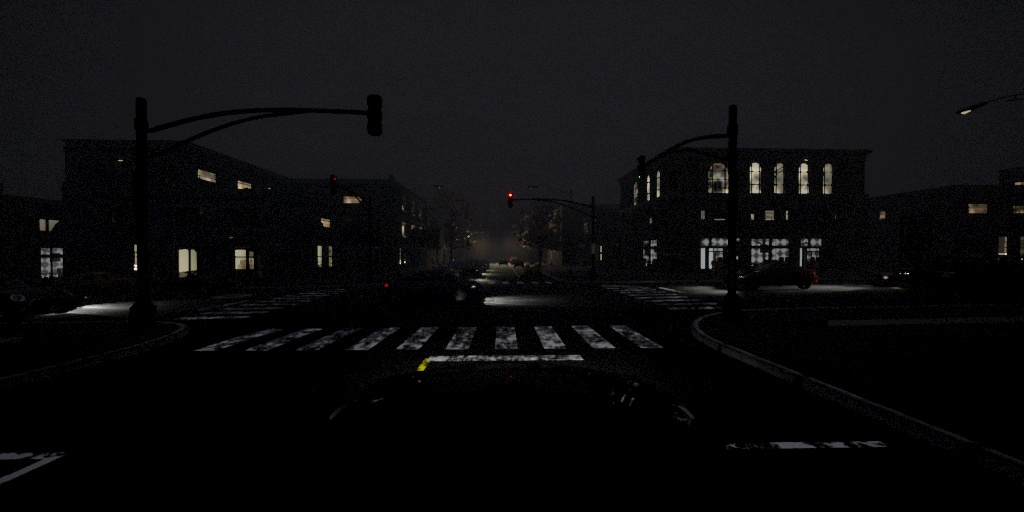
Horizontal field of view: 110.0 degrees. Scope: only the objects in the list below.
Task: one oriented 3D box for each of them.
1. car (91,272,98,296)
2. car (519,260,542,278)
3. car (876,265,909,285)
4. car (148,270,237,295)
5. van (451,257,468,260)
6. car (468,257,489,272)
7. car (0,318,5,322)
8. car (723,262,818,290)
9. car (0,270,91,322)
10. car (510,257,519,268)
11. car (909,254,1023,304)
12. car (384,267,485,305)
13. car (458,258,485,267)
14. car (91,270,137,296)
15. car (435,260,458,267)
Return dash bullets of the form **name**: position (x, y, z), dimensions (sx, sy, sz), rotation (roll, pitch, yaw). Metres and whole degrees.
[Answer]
- **car**: position (-20.963, 1.556, 15.188), dimensions (4.181, 1.385, 1.994), rotation (-1, 1, -3)
- **car**: position (1.880, 1.272, 33.977), dimensions (1.751, 1.417, 4.829), rotation (0, 0, -1)
- **car**: position (23.527, 0.919, 20.328), dimensions (4.902, 1.511, 2.128), rotation (-1, 1, -2)
- **car**: position (-18.679, 1.476, 21.090), dimensions (4.313, 1.339, 1.948), rotation (0, 0, -2)
- **van**: position (-6.777, 1.087, 44.682), dimensions (1.690, 1.789, 3.998), rotation (0, 0, -1)
- **car**: position (-4.182, 1.223, 44.459), dimensions (1.882, 1.535, 5.008), rotation (0, 0, -1)
- **car**: position (-5.661, 1.295, 1.085), dimensions (1.888, 1.381, 4.507), rotation (0, 0, -1)
- **car**: position (14.305, 1.065, 19.928), dimensions (4.674, 1.442, 1.812), rotation (-1, 1, -2)
- **car**: position (-18.347, 1.424, 12.750), dimensions (4.097, 1.591, 1.967), rotation (0, 0, -2)
- **car**: position (1.175, 1.294, 61.530), dimensions (2.007, 1.370, 4.403), rotation (0, 0, -1)
- **car**: position (19.641, 0.844, 14.370), dimensions (5.009, 1.841, 2.192), rotation (0, 0, -2)
- **car**: position (-3.470, 1.346, 15.950), dimensions (4.181, 1.385, 1.994), rotation (-1, 1, -2)
- **car**: position (-3.922, 1.225, 34.419), dimensions (1.882, 1.535, 5.008), rotation (0, 0, -2)
- **car**: position (-24.498, 1.503, 20.837), dimensions (4.829, 1.417, 1.751), rotation (0, 0, -2)
- **car**: position (-6.493, 1.329, 33.593), dimensions (1.802, 1.307, 4.207), rotation (0, 0, -1)
